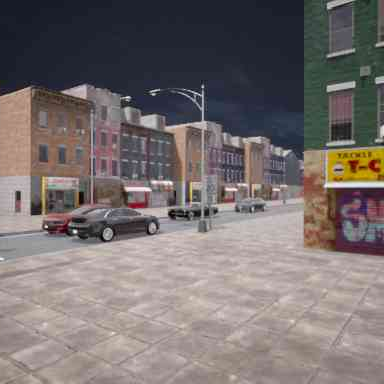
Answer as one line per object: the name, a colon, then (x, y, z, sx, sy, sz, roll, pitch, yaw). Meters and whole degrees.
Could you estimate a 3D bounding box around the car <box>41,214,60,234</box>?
car: (-5.665, 1.402, 18.203, 1.882, 1.535, 5.008, 0, 0, 34)

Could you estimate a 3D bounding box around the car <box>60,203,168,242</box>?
car: (-3.595, 1.443, 16.210, 1.837, 1.490, 4.892, 0, 0, 36)

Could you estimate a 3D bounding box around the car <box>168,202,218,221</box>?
car: (0.120, 1.473, 26.291, 1.895, 1.301, 4.718, 0, 0, 36)

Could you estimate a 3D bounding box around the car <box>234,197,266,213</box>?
car: (6.156, 1.323, 34.679, 1.837, 1.490, 4.892, 0, 0, 36)
